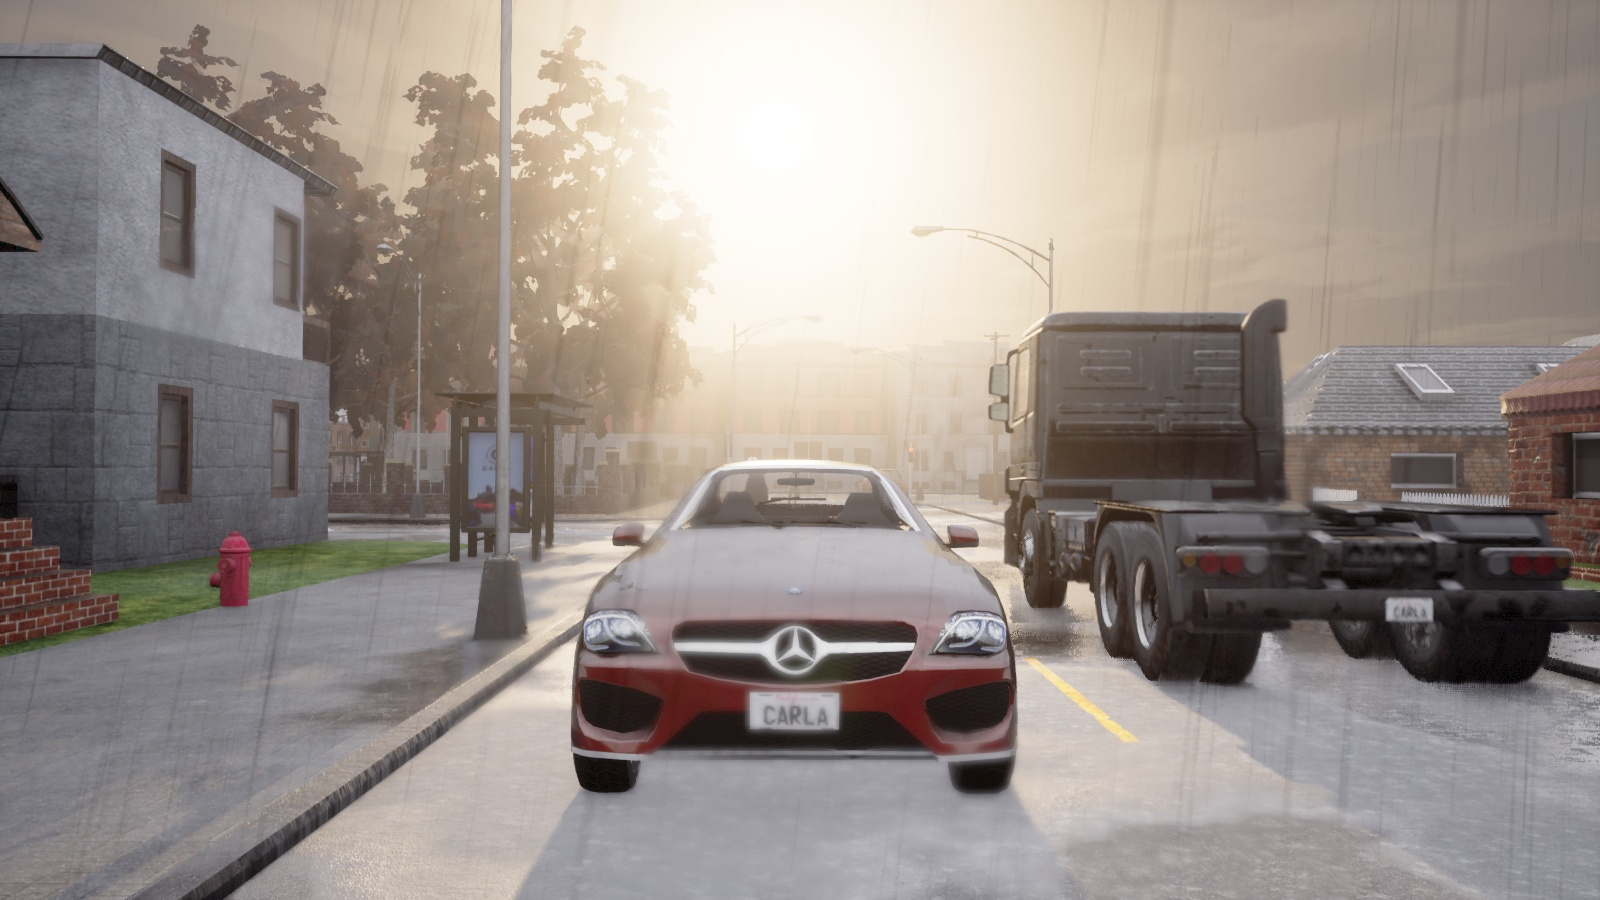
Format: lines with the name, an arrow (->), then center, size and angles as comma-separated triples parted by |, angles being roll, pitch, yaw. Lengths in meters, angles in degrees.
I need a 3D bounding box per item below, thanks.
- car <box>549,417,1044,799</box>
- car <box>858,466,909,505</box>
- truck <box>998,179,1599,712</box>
car -> -0.022, 0.727, 7.979 | 2.152, 1.651, 5.027 | 0, -1, 0
car -> 3.850, 1.640, 58.662 | 2.097, 1.767, 4.553 | 0, -1, 0
truck -> 3.964, 0.022, 12.147 | 2.891, 3.462, 7.936 | 0, -1, 0
